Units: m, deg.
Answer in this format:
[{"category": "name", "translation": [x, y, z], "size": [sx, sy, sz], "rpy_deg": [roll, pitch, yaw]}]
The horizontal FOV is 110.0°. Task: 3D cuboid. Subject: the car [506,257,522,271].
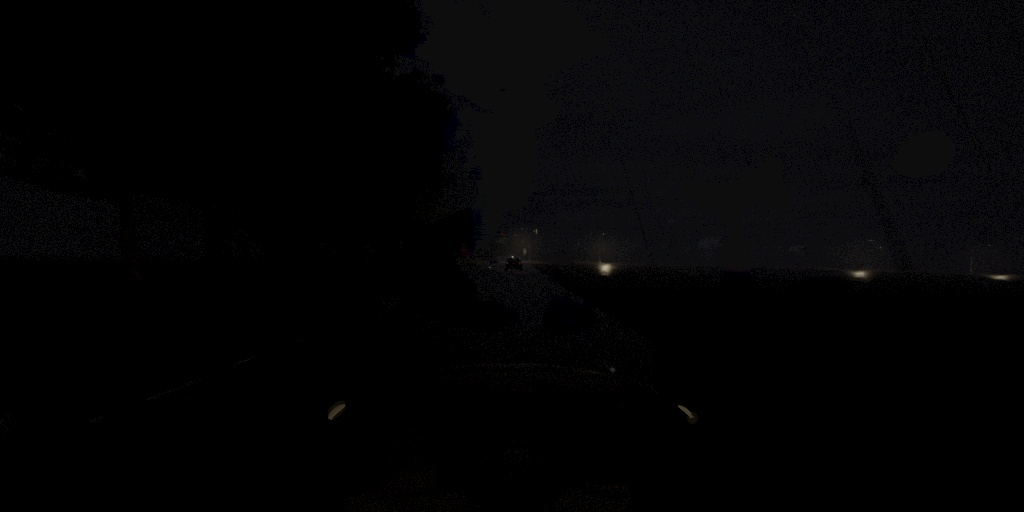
[{"category": "car", "translation": [0.239, 0.946, 47.574], "size": [2.097, 1.767, 4.553], "rpy_deg": [-1, 1, 0]}]
